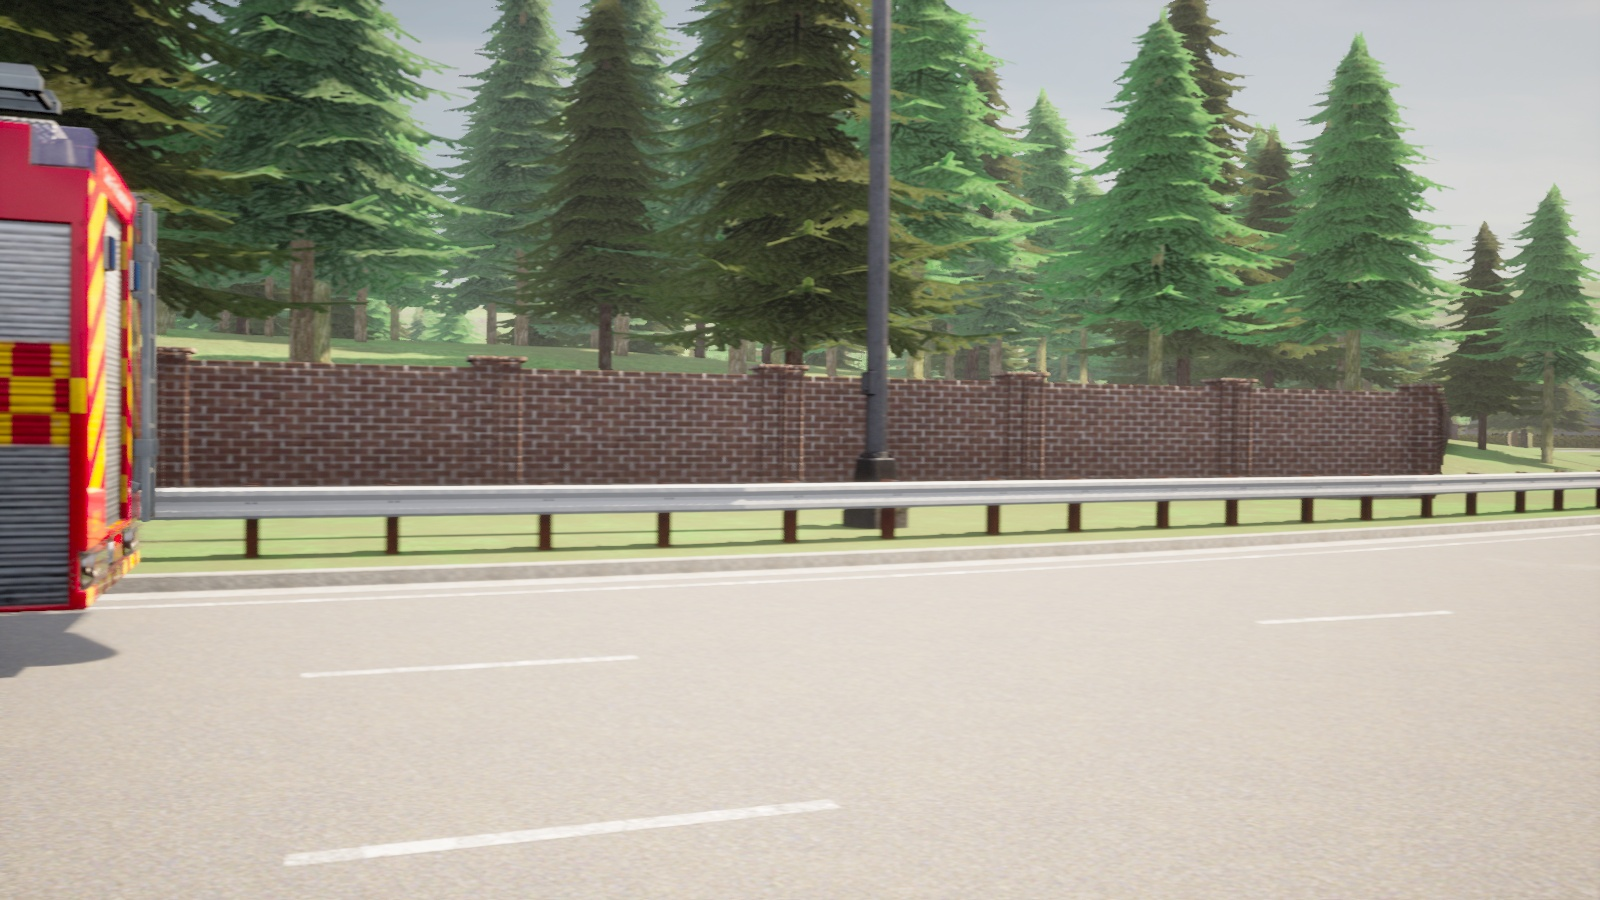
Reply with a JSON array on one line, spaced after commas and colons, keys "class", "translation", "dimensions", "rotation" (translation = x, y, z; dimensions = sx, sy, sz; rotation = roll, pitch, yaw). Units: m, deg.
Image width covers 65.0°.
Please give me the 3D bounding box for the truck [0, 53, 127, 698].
[{"class": "truck", "translation": [-8.925, -0.390, 7.339], "dimensions": [8.468, 3.827, 2.891], "rotation": [-1, 1, -22]}]
